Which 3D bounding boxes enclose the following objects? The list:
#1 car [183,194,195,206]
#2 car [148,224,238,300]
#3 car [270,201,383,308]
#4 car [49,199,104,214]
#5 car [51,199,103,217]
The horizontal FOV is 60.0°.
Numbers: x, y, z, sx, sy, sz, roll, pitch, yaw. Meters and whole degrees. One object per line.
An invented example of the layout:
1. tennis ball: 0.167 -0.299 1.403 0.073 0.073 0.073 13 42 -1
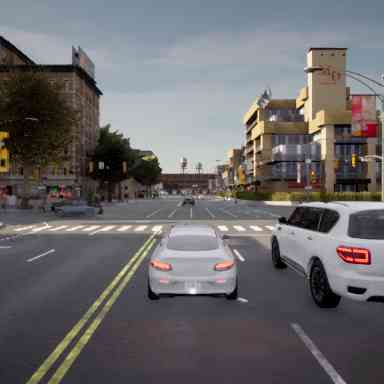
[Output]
1. car: -0.524 1.505 55.743 1.837 1.490 4.892 0 0 2
2. car: 0.012 1.526 8.284 1.812 1.442 4.674 0 0 0
3. car: 3.511 1.221 8.053 2.150 2.045 5.566 0 0 0
4. car: -11.807 1.477 34.160 5.008 1.535 1.882 0 0 0
5. car: -10.389 1.564 30.664 4.181 1.385 1.994 0 0 0
